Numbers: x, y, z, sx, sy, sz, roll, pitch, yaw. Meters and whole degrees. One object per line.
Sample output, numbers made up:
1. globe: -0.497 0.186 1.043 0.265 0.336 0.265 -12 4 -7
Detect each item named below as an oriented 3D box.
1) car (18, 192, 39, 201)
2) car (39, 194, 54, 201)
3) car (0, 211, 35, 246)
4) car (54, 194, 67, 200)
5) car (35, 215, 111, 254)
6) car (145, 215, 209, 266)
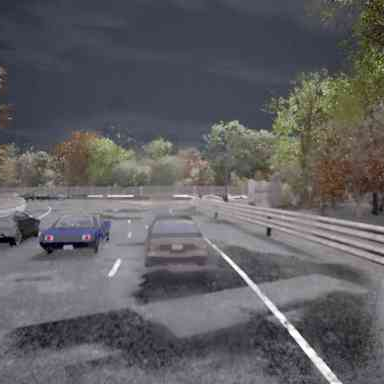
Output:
1. car: -36.222 0.919 72.657 5.566 2.045 2.150 0 0 44
2. car: -33.662 1.151 75.047 5.008 1.535 1.882 0 0 44
3. car: -8.156 1.509 14.702 1.994 1.385 4.181 0 0 -9
4. car: -31.124 1.194 77.458 5.357 1.411 2.033 0 0 44
5. car: -4.395 1.546 13.299 1.895 1.301 4.718 0 0 -7
6. car: -0.628 1.495 11.288 2.033 1.411 5.357 0 0 -6
